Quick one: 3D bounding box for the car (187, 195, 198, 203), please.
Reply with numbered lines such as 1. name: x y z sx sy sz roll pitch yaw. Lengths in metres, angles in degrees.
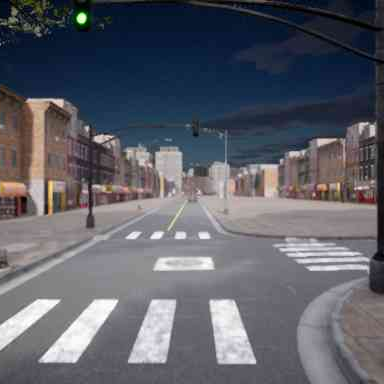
1. car: 0.077 1.341 64.617 2.128 1.511 4.902 0 0 0
